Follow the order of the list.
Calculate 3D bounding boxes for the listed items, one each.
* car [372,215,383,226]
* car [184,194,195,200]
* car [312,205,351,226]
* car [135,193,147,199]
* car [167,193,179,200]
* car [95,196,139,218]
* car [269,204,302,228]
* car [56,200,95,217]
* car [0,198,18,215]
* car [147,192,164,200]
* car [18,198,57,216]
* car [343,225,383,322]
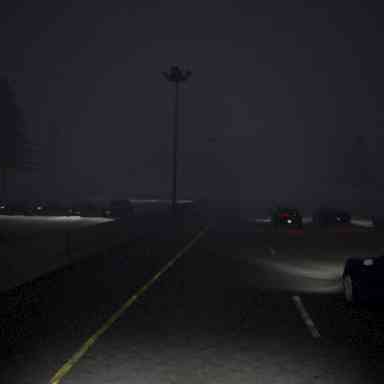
[{"bbox_3d":[13.437,1.868,21.592,1.895,1.301,4.718,1,0,9],"label":"car"},{"bbox_3d":[-0.485,1.018,70.103,1.895,1.301,4.718,1,1,9],"label":"car"},{"bbox_3d":[10.474,1.687,25.354,1.882,1.535,5.008,1,0,9],"label":"car"},{"bbox_3d":[-10.864,0.865,71.688,1.895,1.301,4.718,1,1,9],"label":"car"},{"bbox_3d":[-3.939,0.849,70.658,1.882,1.535,5.008,1,1,9],"label":"car"},{"bbox_3d":[-6.674,1.450,30.258,1.837,1.490,4.892,1,0,9],"label":"car"},{"bbox_3d":[6.747,1.668,24.137,1.837,1.490,4.892,1,0,9],"label":"car"},{"bbox_3d":[-10.163,1.459,30.598,1.994,1.385,4.181,1,0,9],"label":"car"},{"bbox_3d":[-17.103,1.319,31.502,1.812,1.442,4.674,1,0,9],"label":"car"},{"bbox_3d":[-7.399,0.845,71.187,2.128,1.511,4.902,1,1,9],"label":"car"},{"bbox_3d":[-13.640,1.370,31.003,1.812,1.442,4.674,1,0,9],"label":"car"},{"bbox_3d":[4.045,1.598,5.254,1.882,1.535,5.008,1,0,6],"label":"car"}]
